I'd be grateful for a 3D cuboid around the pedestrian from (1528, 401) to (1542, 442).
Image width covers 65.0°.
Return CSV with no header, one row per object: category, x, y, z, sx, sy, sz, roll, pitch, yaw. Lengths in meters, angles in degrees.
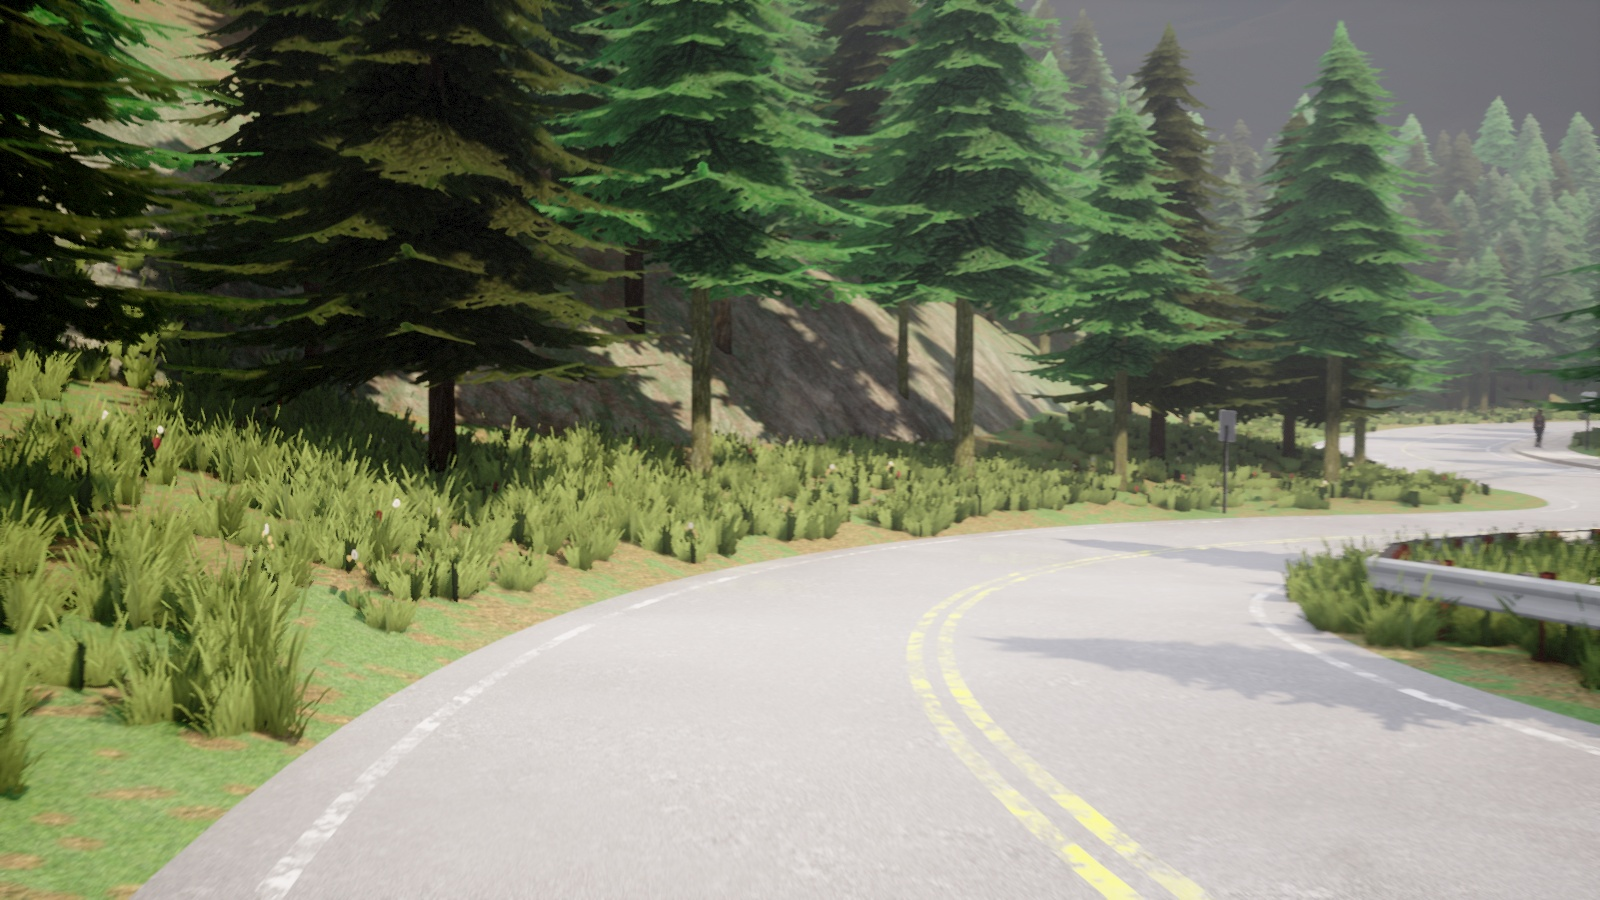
pedestrian,33.080,-1.280,56.521,0.328,1.805,0.869,1,4,20
